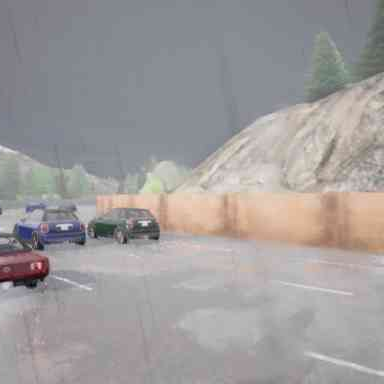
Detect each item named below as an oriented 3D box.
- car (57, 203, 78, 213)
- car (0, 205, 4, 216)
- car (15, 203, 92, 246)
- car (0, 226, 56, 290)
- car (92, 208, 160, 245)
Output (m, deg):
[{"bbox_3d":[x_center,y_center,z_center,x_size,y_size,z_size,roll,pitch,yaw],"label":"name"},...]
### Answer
[{"bbox_3d":[-17.747,2.245,47.528,1.994,1.385,4.181,0,-1,-8],"label":"car"},{"bbox_3d":[-22.292,1.888,36.562,2.097,1.767,4.553,0,-1,-18],"label":"car"},{"bbox_3d":[-6.803,1.580,15.716,2.097,1.767,4.553,1,-1,-41],"label":"car"},{"bbox_3d":[-5.526,1.730,8.681,1.895,1.301,4.718,1,-1,-45],"label":"car"},{"bbox_3d":[-3.641,1.598,17.359,2.097,1.767,4.553,1,-1,-41],"label":"car"}]
